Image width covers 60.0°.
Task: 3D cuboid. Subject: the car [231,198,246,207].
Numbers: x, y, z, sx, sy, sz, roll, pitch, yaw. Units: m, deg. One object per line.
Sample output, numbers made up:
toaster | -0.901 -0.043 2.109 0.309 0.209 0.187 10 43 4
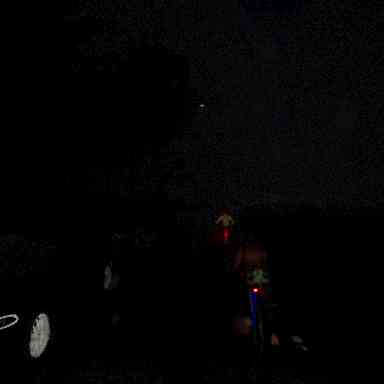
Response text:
car | 8.334 1.944 60.896 1.837 1.490 4.892 0 0 14

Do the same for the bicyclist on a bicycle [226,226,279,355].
bicyclist on a bicycle | 0.938 1.462 5.173 0.582 1.620 1.656 0 0 1

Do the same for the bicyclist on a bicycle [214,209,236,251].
bicyclist on a bicycle | 1.323 1.471 13.214 0.866 1.612 1.509 0 0 1

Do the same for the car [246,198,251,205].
car | 11.716 2.127 73.279 2.033 1.411 5.357 0 -1 19

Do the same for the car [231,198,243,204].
car | 10.902 2.141 80.357 1.837 1.490 4.892 0 -1 19

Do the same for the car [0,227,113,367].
car | -2.898 1.495 6.099 1.882 1.535 5.008 0 0 2
